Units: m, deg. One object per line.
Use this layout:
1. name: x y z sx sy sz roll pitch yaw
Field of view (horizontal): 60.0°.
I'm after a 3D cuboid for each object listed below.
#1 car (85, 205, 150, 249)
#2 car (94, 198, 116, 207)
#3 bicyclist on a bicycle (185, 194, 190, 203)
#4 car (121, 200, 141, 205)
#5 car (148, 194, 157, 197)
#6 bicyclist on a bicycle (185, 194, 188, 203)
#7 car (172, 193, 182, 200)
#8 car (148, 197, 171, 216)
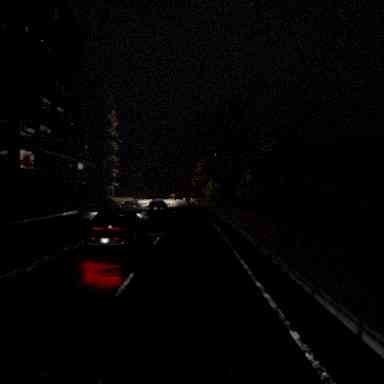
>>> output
1. car: -3.162 1.506 14.469 1.837 1.490 4.892 0 0 0
2. car: -10.304 1.484 39.662 1.882 1.535 5.008 0 0 -2
3. bicyclist on a bicycle: -0.570 1.436 60.271 0.866 1.612 1.509 0 0 -4
4. car: -6.991 1.607 37.919 1.895 1.301 4.718 0 0 -2
5. car: -9.408 1.172 78.563 1.882 1.535 5.008 0 0 -5
6. bicyclist on a bicycle: -1.151 1.367 68.612 0.659 1.776 1.843 0 0 -4
7. car: -3.552 1.320 85.873 1.882 1.535 5.008 0 0 -6
8. car: -3.396 1.553 32.821 2.033 1.411 5.357 0 0 -1
